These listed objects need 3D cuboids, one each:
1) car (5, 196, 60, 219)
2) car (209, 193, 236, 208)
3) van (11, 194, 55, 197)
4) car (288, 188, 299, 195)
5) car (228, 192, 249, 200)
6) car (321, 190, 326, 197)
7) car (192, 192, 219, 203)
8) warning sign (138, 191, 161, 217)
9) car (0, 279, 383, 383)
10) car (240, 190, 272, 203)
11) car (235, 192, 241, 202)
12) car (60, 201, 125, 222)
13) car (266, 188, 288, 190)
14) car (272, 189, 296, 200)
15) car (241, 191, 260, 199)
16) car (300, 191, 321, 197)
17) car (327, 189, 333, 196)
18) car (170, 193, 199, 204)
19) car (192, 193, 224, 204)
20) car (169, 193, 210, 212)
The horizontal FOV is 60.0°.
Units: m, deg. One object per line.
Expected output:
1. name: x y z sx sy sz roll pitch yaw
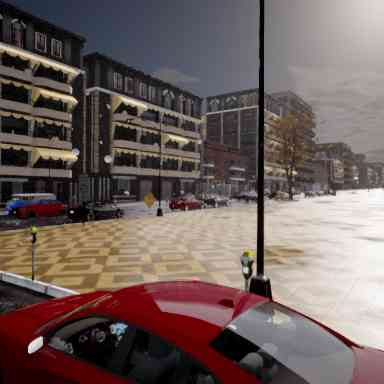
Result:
1. car: -12.032 1.292 26.299 1.994 1.385 4.181 1 1 34
2. car: 2.720 1.050 37.470 2.008 1.369 4.403 2 2 35
3. van: -13.661 1.035 28.471 1.690 1.788 3.998 2 2 35
4. car: 24.281 -0.030 83.481 2.192 1.841 5.009 2 2 35
5. car: 8.470 0.649 60.567 1.947 1.339 4.313 2 2 35
6. car: 28.015 0.360 74.145 2.008 1.369 4.403 2 2 35
7. car: 2.146 0.807 51.397 2.008 1.369 4.403 2 2 35
8. warning sign: -3.150 0.851 24.811 1.300 1.860 1.060 -1 0 35
9. car: -0.324 1.544 3.095 4.507 1.381 1.887 0 0 35
10. car: 9.044 0.876 46.639 2.008 1.369 4.403 2 2 35
11. car: 8.580 0.749 50.550 2.128 1.511 4.902 1 1 35
12. car: -6.765 1.329 23.719 1.947 1.339 4.313 2 2 35
13. car: 15.670 0.569 60.835 1.837 1.490 4.892 1 1 35
14. car: 15.465 0.675 55.948 1.752 1.417 4.829 2 2 35
15. car: 11.536 0.525 65.009 1.752 1.417 4.829 2 2 35
16. car: 24.854 0.445 69.562 2.008 1.369 4.403 2 2 35
17. car: 34.340 0.078 83.311 1.967 1.590 4.097 2 2 35
18. car: -1.016 0.909 46.813 1.947 1.339 4.313 2 2 35
19. car: 2.351 0.879 47.107 2.033 1.411 5.357 1 1 35
20. car: -0.442 1.132 32.886 1.887 1.381 4.507 2 2 35
